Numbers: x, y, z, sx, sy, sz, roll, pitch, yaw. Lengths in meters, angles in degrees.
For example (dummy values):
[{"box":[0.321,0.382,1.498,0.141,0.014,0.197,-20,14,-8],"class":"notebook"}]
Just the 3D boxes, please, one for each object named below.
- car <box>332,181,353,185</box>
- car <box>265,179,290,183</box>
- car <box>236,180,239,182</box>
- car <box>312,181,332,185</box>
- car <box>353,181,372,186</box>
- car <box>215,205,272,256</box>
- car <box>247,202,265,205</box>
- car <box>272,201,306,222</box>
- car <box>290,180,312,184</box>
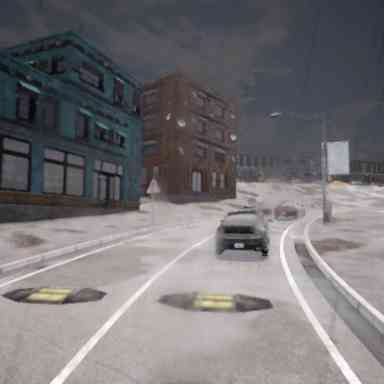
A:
[{"box":[35.635,-1.886,80.803,5.008,1.535,2.097,1,-5,-13],"class":"car"},{"box":[19.381,-2.223,77.378,4.892,1.521,2.231,1,-5,-11],"class":"car"},{"box":[8.631,-2.502,75.356,4.553,1.767,2.185,1,-5,-11],"class":"car"},{"box":[30.231,-1.977,79.546,4.674,1.452,2.002,1,-5,-12],"class":"car"},{"box":[40.987,-1.872,82.176,4.553,1.767,2.185,1,-5,-14],"class":"car"},{"box":[2.121,1.502,13.265,1.837,1.490,4.892,-1,0,14],"class":"car"},{"box":[5.985,1.688,31.539,1.994,1.385,4.181,-3,-2,32],"class":"car"},{"box":[8.440,1.514,28.556,1.812,1.442,4.674,-2,-1,30],"class":"car"},{"box":[24.802,-2.133,78.411,4.892,1.521,2.231,1,-5,-11],"class":"car"}]
